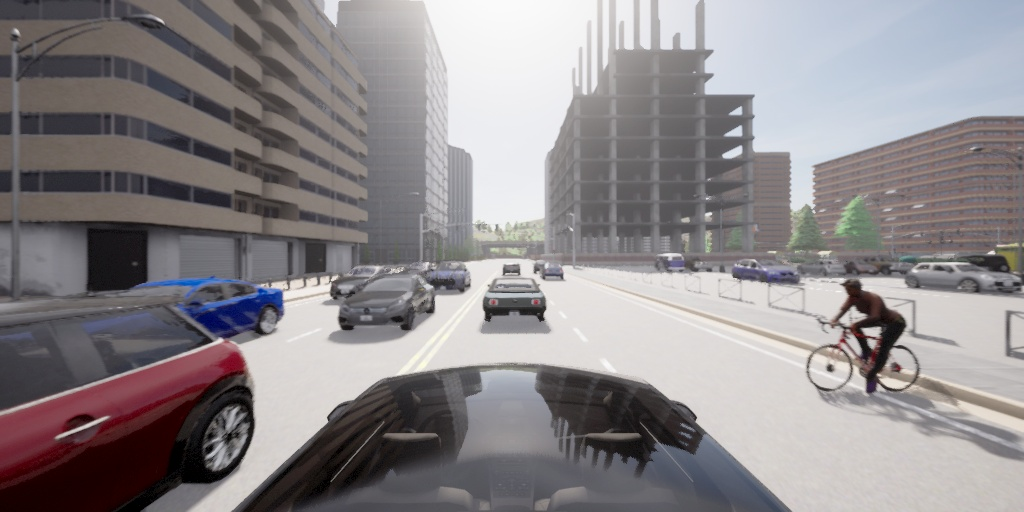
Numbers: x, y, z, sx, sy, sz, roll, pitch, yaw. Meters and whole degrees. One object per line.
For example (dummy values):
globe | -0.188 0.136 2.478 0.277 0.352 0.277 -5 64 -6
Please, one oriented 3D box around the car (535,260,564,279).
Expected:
car | 3.466 1.290 31.831 2.033 1.411 5.357 0 0 0

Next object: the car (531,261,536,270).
car | 3.390 1.247 41.555 1.837 1.490 4.892 0 0 0

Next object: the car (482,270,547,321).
car | 0.071 1.350 12.453 1.895 1.301 4.718 0 0 0

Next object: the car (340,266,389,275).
car | -7.141 1.254 17.785 2.128 1.511 4.902 0 0 0

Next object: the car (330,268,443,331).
car | -3.613 1.282 11.201 1.812 1.442 4.674 0 0 0

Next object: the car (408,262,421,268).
car | -7.139 1.254 28.032 2.128 1.511 4.902 0 0 0

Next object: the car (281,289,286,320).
car | -7.114 1.241 7.699 1.882 1.535 5.008 0 0 0

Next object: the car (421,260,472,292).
car | -3.646 1.108 21.278 2.097 1.767 4.553 0 0 0

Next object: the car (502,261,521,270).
car | -0.031 1.241 37.712 2.128 1.511 4.902 0 0 0

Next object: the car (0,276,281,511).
car | -3.592 1.108 1.633 2.097 1.767 4.553 0 0 0

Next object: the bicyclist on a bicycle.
bicyclist on a bicycle | 5.059 1.155 5.170 1.656 1.620 0.582 0 0 0
